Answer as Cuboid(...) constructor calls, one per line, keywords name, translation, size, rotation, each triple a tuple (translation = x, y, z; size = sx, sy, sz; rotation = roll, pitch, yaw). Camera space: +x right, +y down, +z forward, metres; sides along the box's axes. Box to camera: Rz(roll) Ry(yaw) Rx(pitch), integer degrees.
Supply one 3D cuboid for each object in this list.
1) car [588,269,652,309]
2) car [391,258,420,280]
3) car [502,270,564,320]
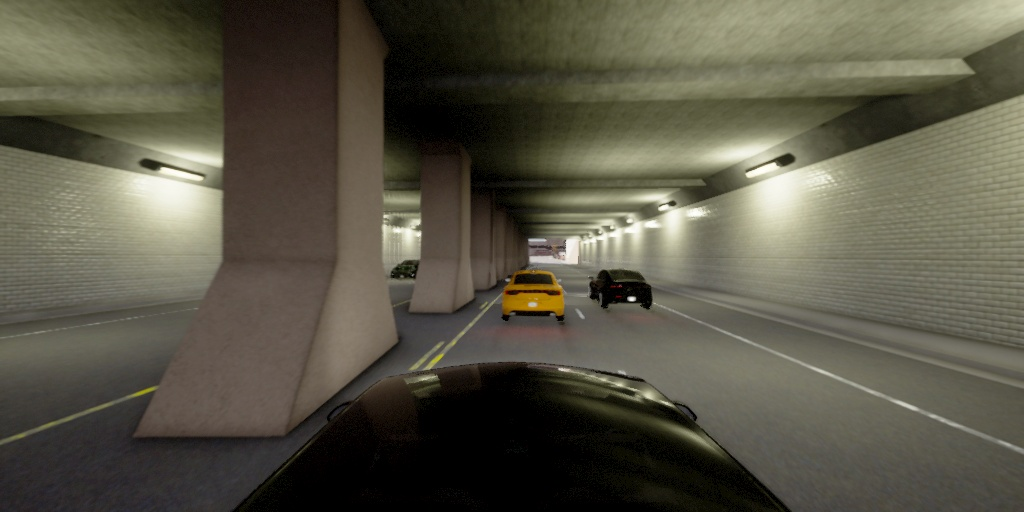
Cuboid(name="car", translation=(4.439, 1.279, 15.192), size=(1.837, 1.490, 4.892), rotation=(0, 0, 4))
Cuboid(name="car", translation=(-8.636, 1.063, 30.937), size=(2.097, 1.767, 4.553), rotation=(0, 0, 4))
Cuboid(name="car", translation=(0.752, 1.233, 12.669), size=(1.882, 1.535, 5.008), rotation=(0, 0, 4))
